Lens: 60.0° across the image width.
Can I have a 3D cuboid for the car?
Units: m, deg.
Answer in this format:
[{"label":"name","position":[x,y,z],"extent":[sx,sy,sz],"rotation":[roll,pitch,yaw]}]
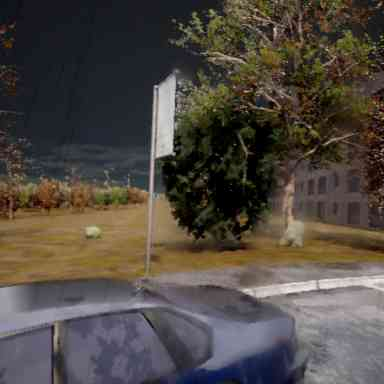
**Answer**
[{"label":"car","position":[-1.364,1.533,2.659],"extent":[5.357,1.411,2.033],"rotation":[0,0,-34]}]
